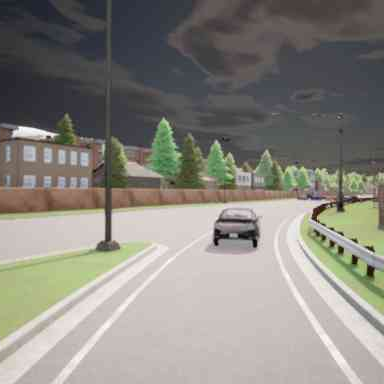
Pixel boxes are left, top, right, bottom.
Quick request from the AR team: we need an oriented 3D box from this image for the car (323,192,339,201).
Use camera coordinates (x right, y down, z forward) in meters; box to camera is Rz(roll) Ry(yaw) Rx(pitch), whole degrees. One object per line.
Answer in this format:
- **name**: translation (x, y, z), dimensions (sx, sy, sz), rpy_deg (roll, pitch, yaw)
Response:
- **car**: translation (34.573, 1.329, 82.438), dimensions (2.097, 1.767, 4.553), rpy_deg (0, 0, 33)

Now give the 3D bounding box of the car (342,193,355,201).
- **car**: translation (37.535, 1.583, 80.574), dimensions (1.895, 1.301, 4.718), rpy_deg (0, 0, 33)

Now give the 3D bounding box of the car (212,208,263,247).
- **car**: translation (2.127, 1.468, 15.040), dimensions (2.128, 1.511, 4.902), rpy_deg (0, 0, 13)

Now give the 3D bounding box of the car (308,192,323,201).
- **car**: translation (31.432, 1.438, 84.029), dimensions (1.882, 1.535, 5.008), rpy_deg (0, 0, 33)

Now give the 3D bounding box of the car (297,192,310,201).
- **car**: translation (28.729, 1.471, 86.293), dimensions (1.812, 1.442, 4.674), rpy_deg (0, 0, 33)
